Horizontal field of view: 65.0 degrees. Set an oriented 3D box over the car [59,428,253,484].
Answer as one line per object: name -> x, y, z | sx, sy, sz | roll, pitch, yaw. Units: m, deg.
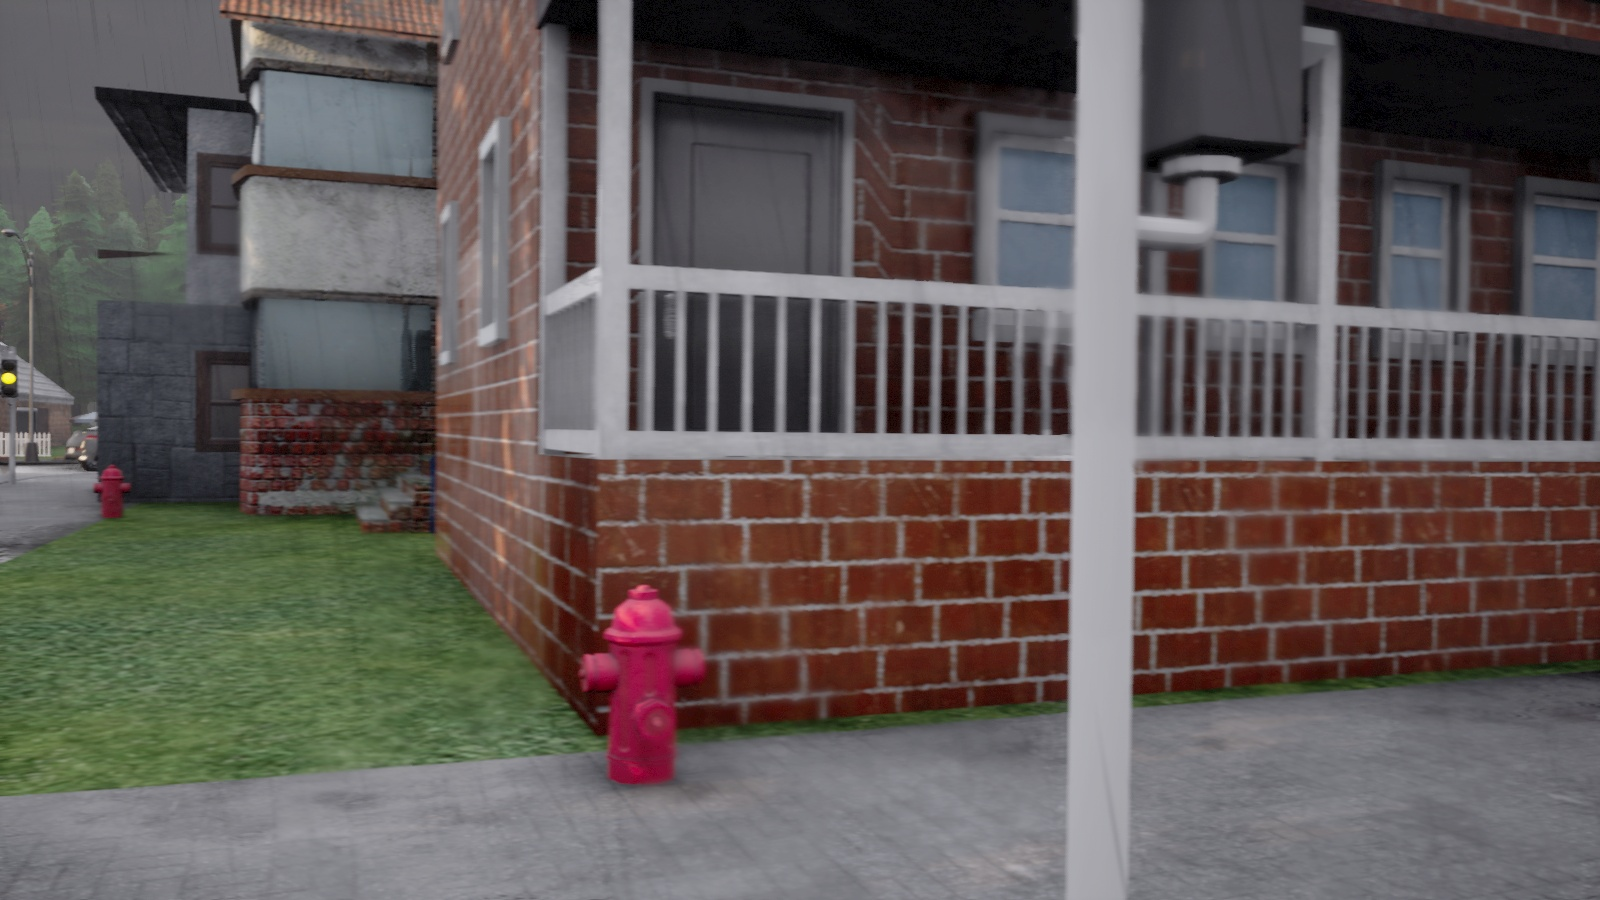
car -> -20.344, 0.146, 39.862 | 2.152, 1.651, 5.027 | 0, 1, 40
